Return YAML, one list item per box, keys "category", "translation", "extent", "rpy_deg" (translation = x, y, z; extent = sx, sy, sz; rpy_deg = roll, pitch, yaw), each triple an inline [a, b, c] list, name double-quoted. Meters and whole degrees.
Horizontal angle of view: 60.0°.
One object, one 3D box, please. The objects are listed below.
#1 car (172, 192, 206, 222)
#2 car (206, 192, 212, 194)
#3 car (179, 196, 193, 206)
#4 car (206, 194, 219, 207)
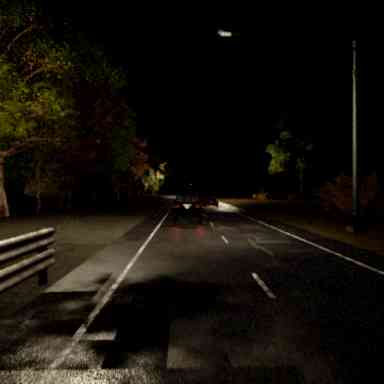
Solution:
- category: "car"
  translation: [-0.375, 1.117, 25.528]
  extent: [2.150, 2.045, 5.566]
  rpy_deg: [0, 0, -1]
- category: "car"
  translation: [2.327, 0.961, 56.253]
  extent: [2.150, 2.045, 5.566]
  rpy_deg: [0, 0, -1]
- category: "car"
  translation: [-0.954, 1.327, 50.696]
  extent: [2.033, 1.411, 5.357]
  rpy_deg: [0, 0, -1]
- category: "car"
  translation: [2.557, 1.352, 46.213]
  extent: [1.994, 1.385, 4.181]
  rpy_deg: [0, 0, -1]
